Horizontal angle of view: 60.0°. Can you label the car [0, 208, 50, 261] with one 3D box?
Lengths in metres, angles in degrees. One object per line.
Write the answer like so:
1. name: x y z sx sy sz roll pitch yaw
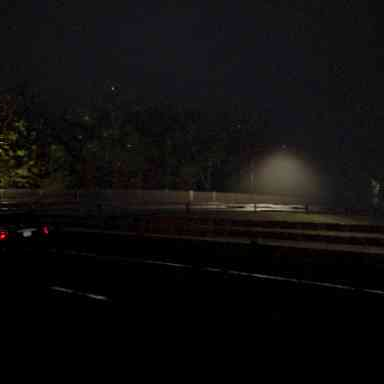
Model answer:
1. car: -7.485 1.477 12.359 4.553 1.767 2.097 -1 0 28
